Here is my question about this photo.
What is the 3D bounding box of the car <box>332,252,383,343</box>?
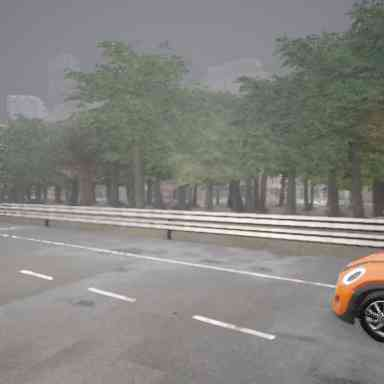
[{"bbox_3d":[4.577,1.353,4.904,4.553,1.767,2.097,0,0,36],"label":"car"}]
